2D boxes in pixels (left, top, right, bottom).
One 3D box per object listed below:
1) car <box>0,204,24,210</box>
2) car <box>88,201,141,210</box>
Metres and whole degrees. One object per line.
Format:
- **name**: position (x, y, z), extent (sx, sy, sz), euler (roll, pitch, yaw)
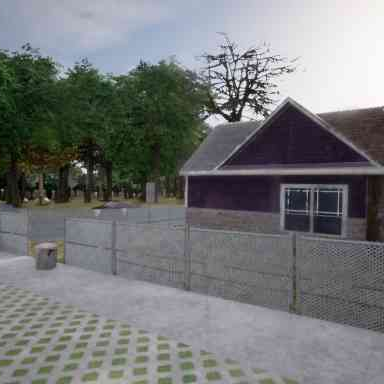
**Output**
- **car**: position (-13.496, 1.548, 22.077), extent (1.812, 1.442, 4.674), euler (2, 1, 36)
- **car**: position (-7.073, 1.536, 30.965), extent (2.033, 1.411, 5.357), euler (2, 2, 36)
